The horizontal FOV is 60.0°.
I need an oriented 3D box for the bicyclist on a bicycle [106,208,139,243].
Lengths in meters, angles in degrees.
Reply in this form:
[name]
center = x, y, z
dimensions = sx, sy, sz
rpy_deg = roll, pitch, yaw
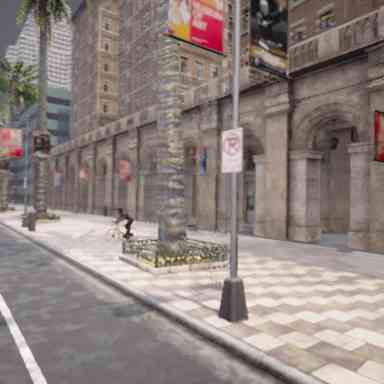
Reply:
[bicyclist on a bicycle]
center = -3.205, 1.560, 15.482
dimensions = 1.656, 1.620, 0.582
rpy_deg = 1, -1, -36
